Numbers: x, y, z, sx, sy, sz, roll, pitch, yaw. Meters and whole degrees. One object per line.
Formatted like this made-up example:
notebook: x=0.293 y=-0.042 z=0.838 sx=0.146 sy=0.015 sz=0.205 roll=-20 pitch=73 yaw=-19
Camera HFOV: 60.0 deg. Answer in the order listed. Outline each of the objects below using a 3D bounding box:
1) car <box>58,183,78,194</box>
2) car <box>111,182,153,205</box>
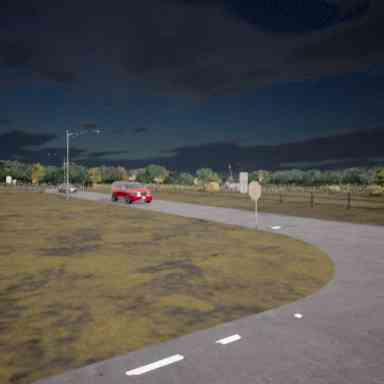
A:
car: x=-18.527 y=-0.543 z=49.511 sx=2.128 sy=1.511 sz=4.902 roll=-1 pitch=3 yaw=-36
car: x=-5.890 y=0.039 z=31.907 sx=2.150 sy=2.045 sz=5.566 roll=-1 pitch=3 yaw=-36
